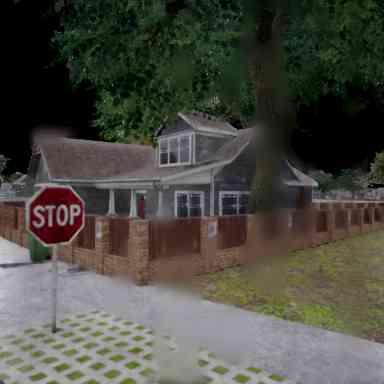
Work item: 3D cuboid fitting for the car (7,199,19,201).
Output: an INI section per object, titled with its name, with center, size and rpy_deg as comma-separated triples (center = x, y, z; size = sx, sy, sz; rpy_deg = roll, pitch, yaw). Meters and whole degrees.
[car]
center = -32.215, 1.978, 59.446
size = 1.994, 1.385, 4.181
rpy_deg = 0, 0, 2
